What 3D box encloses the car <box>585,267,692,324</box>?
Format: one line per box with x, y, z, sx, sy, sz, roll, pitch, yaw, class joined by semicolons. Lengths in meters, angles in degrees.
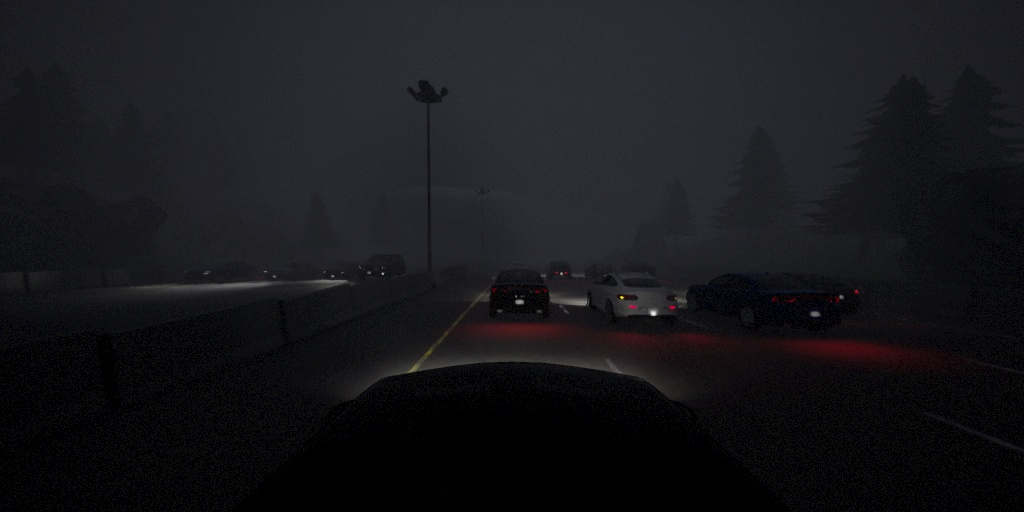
3.744;1.246;11.695;1.812;1.442;4.674;0;0;1;car

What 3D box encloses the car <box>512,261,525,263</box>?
0.550;1.193;31.477;1.812;1.442;4.674;0;0;1;car

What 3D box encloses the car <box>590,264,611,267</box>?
7.555;1.302;30.957;1.895;1.301;4.718;0;0;1;car

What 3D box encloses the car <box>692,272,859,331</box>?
7.232;1.217;10.977;1.882;1.535;5.008;0;0;1;car

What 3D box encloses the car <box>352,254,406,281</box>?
-10.126;0.844;28.368;2.150;2.045;5.566;0;0;2;car

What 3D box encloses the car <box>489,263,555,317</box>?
0.262;1.178;12.895;1.882;1.535;5.008;0;0;1;car

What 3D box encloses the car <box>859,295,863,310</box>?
10.778;1.313;13.792;1.994;1.385;4.181;0;0;1;car

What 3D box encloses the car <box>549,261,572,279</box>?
4.064;1.188;31.506;1.837;1.490;4.892;0;0;1;car

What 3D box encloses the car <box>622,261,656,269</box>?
11.069;1.195;31.772;1.882;1.535;5.008;0;0;1;car

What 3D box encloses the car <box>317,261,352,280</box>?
-13.586;1.149;29.962;2.033;1.411;5.357;0;0;1;car

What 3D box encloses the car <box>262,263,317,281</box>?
-17.135;1.189;28.171;1.895;1.301;4.718;0;0;1;car

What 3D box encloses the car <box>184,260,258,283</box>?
-20.691;1.053;25.750;1.882;1.535;5.008;0;0;1;car
